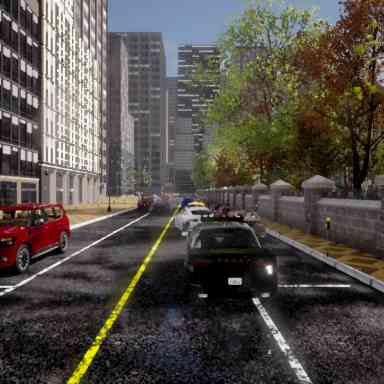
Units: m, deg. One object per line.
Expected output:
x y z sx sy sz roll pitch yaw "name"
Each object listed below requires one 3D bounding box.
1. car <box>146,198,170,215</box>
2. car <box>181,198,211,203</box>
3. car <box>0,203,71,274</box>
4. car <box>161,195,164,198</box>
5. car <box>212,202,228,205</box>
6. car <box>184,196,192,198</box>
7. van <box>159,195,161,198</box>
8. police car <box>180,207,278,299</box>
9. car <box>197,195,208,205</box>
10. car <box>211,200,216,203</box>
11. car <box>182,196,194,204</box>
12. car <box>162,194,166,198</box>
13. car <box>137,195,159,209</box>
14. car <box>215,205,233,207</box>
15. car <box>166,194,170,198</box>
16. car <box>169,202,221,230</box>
-3.116 1.557 33.392 1.994 1.385 4.181 0 0 -1 "car"
0.312 1.452 24.760 1.801 1.575 5.366 0 0 4 "car"
-5.552 1.314 10.689 2.192 1.841 5.009 0 0 -1 "car"
-6.089 1.564 55.017 1.802 1.307 4.206 0 0 -1 "car"
2.341 1.578 21.736 1.802 1.307 4.206 0 0 -1 "car"
-0.483 1.465 45.857 1.882 1.535 5.008 0 0 0 "car"
-6.022 1.327 49.476 1.690 1.788 3.998 0 0 -1 "van"
0.757 1.424 8.647 1.930 1.638 5.238 0 0 -1 "police car"
1.868 1.418 60.582 1.967 1.590 4.097 0 0 -1 "car"
2.273 1.561 27.285 1.947 1.339 4.313 0 0 -1 "car"
-0.735 1.468 63.931 2.128 1.511 4.902 0 0 -1 "car"
-6.155 1.504 60.387 1.752 1.417 4.829 0 0 -1 "car"
-5.955 1.304 43.936 2.192 1.841 5.009 0 0 -1 "car"
2.409 1.548 16.186 2.008 1.369 4.403 0 0 -1 "car"
-6.214 1.282 77.180 2.192 1.841 5.009 0 0 -1 "car"
0.171 1.523 18.328 1.812 1.442 4.674 0 0 -13 "car"
